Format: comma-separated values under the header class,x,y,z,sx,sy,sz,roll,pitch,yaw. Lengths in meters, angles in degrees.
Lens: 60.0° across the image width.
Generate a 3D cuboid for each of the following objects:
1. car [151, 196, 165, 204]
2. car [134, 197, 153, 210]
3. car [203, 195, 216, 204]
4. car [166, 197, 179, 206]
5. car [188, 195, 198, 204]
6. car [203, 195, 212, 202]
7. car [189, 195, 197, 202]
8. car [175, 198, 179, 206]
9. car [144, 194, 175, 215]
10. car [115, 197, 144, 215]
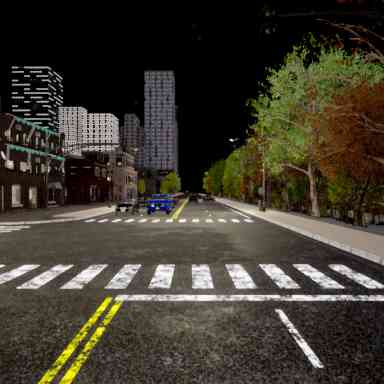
class,x,y,z,sx,sy,sz,roll,pitch,yaw
car,-6.407,1.468,63.119,2.128,1.511,4.902,0,0,1
car,-6.500,1.488,44.735,1.837,1.490,4.892,0,0,0
car,3.494,1.467,63.987,2.128,1.511,4.902,0,0,0
car,-3.213,1.580,55.641,1.895,1.301,4.718,0,0,0
car,0.246,1.480,65.255,1.837,1.490,4.892,0,0,0
car,3.414,1.448,74.257,1.882,1.535,5.008,0,0,0
car,0.180,1.494,75.592,1.812,1.442,4.674,0,0,0
car,-3.249,1.476,44.878,2.128,1.511,4.902,0,0,0
car,-3.275,1.211,34.425,2.150,2.045,5.566,0,0,0
car,-6.526,1.481,33.982,2.128,1.511,4.902,0,0,0
